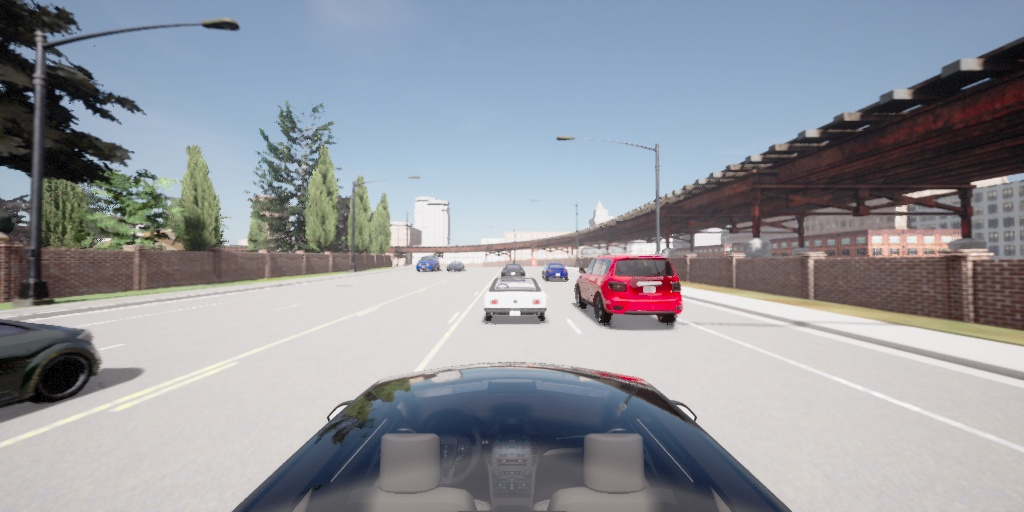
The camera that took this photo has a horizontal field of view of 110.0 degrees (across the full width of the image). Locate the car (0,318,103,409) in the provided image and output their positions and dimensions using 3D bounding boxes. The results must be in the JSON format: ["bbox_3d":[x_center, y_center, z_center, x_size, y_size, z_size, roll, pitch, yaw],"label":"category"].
[{"bbox_3d":[-7.101,1.314,3.550,1.994,1.385,4.181,0,0,0],"label":"car"}]

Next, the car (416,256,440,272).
[{"bbox_3d":[-10.627,0.991,45.770,2.150,2.045,5.566,0,0,0],"label":"car"}]

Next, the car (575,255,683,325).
[{"bbox_3d":[3.599,0.977,12.037,2.150,2.045,5.566,0,0,0],"label":"car"}]

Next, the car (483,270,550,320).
[{"bbox_3d":[0.097,1.356,12.547,1.895,1.301,4.718,0,0,0],"label":"car"}]

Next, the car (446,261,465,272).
[{"bbox_3d":[-7.115,1.317,45.914,2.033,1.411,5.357,0,0,0],"label":"car"}]

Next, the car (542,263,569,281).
[{"bbox_3d":[3.595,1.289,30.318,1.812,1.442,4.674,0,0,0],"label":"car"}]

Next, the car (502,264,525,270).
[{"bbox_3d":[0.095,1.327,29.796,1.994,1.385,4.181,0,0,0],"label":"car"}]
